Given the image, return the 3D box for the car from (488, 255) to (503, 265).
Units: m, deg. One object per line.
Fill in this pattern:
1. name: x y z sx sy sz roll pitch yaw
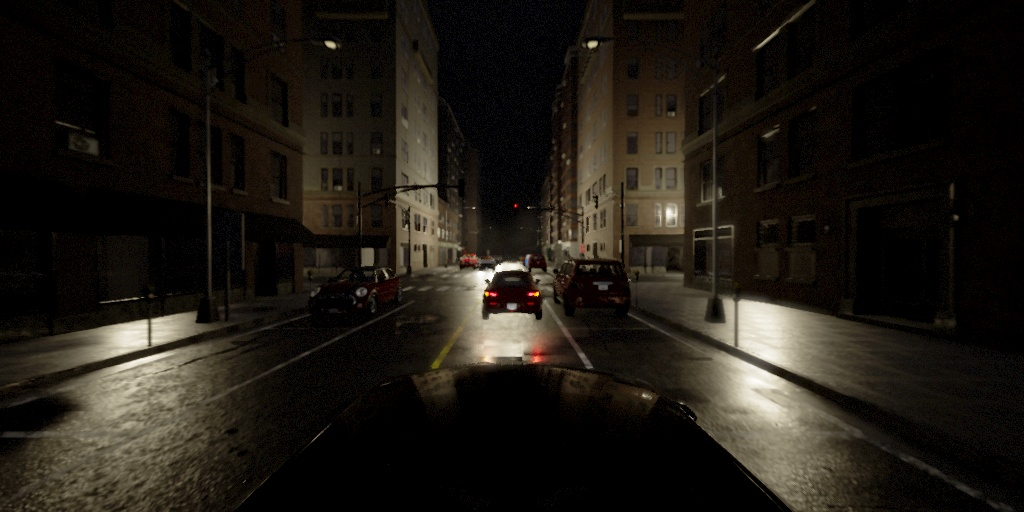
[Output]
1. car: -2.769 0.941 58.216 1.895 1.301 4.718 0 0 1

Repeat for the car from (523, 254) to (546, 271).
1. car: 2.722 0.789 39.851 2.192 1.841 5.009 0 0 0

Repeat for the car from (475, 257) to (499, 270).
1. car: -2.821 1.059 42.015 1.895 1.301 4.718 0 0 0

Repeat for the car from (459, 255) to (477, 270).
1. car: -5.394 0.749 45.358 2.192 1.841 5.009 0 0 0

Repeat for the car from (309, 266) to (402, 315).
1. car: -5.382 1.110 12.799 1.967 1.591 4.097 0 0 0

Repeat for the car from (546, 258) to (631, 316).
1. car: 2.643 0.985 12.795 2.192 1.841 5.009 0 0 0

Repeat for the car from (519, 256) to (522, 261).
1. car: 2.719 0.669 56.362 2.192 1.841 5.009 0 0 0

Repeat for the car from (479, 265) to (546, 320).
1. car: 0.014 1.201 12.143 1.812 1.442 4.674 0 0 0
